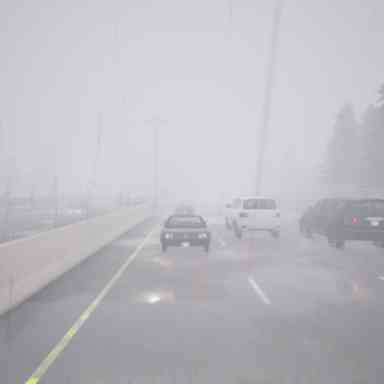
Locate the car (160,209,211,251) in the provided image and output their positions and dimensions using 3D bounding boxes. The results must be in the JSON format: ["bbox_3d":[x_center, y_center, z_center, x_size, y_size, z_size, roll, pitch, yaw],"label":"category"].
[{"bbox_3d":[-0.279,1.607,14.195,1.895,1.301,4.718,0,0,-1],"label":"car"}]

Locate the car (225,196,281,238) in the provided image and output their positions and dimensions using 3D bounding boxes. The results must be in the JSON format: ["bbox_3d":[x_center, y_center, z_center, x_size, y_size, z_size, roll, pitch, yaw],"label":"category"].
[{"bbox_3d":[3.144,1.242,18.020,2.150,2.045,5.566,0,0,-1],"label":"car"}]

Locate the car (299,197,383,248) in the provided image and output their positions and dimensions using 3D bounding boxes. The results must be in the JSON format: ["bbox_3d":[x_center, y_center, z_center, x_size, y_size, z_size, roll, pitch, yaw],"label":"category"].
[{"bbox_3d":[6.714,1.253,14.995,2.150,2.045,5.566,0,0,-1],"label":"car"}]

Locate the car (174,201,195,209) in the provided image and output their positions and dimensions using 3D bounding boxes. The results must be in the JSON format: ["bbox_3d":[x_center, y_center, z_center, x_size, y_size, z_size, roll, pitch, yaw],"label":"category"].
[{"bbox_3d":[-0.672,1.539,31.802,1.812,1.442,4.674,0,0,-1],"label":"car"}]
